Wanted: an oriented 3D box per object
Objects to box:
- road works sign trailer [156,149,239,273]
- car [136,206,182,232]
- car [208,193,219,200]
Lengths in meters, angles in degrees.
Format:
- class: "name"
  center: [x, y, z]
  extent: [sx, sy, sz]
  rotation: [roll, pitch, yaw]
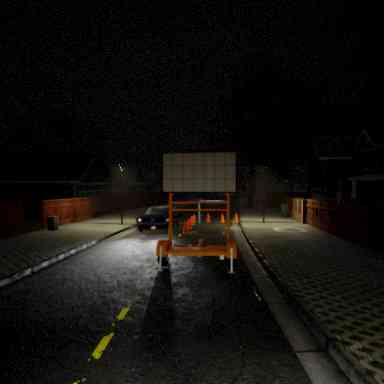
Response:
- class: "road works sign trailer"
  center: [0.241, 0.437, 10.631]
  extent: [2.380, 3.560, 2.880]
  rotation: [0, 0, 6]
- class: "car"
  center: [-1.793, 1.512, 19.333]
  extent: [1.895, 1.301, 4.718]
  rotation: [0, 0, 6]
- class: "car"
  center: [4.078, 0.772, 62.567]
  extent: [1.812, 1.442, 4.674]
  rotation: [0, 1, 8]
